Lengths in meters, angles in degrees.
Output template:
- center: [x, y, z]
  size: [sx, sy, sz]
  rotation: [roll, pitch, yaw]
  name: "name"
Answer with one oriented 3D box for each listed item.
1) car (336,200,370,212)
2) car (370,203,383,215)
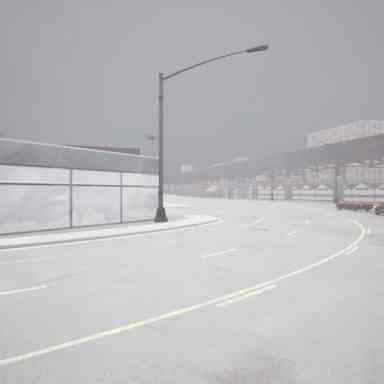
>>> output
- center: [19.243, 1.601, 39.666]
  size: [1.895, 1.301, 4.718]
  rotation: [0, 0, -9]
  name: "car"
- center: [18.612, 1.526, 30.658]
  size: [1.812, 1.442, 4.674]
  rotation: [0, 0, 6]
  name: "car"
